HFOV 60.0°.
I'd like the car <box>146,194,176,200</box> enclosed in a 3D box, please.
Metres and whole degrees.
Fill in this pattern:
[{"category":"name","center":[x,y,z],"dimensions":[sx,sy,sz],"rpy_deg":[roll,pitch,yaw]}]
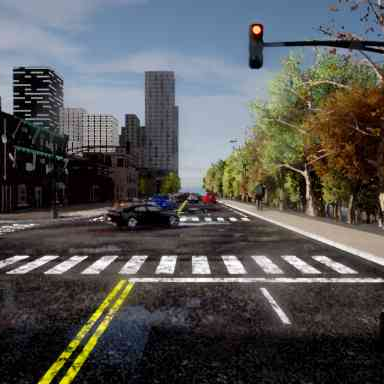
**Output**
[{"category":"car","center":[-3.261,1.210,35.885],"dimensions":[2.150,2.045,5.566],"rpy_deg":[0,0,0]}]

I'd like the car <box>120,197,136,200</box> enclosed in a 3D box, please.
[{"category":"car","center":[-6.550,1.342,33.736],"dimensions":[2.097,1.767,4.553],"rpy_deg":[0,0,1]}]

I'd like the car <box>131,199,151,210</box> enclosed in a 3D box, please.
[{"category":"car","center":[-6.492,1.587,42.722],"dimensions":[1.895,1.301,4.718],"rpy_deg":[0,0,0]}]

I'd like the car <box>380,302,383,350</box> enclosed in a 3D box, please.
[{"category":"car","center":[3.357,1.491,2.396],"dimensions":[2.128,1.511,4.902],"rpy_deg":[0,0,0]}]

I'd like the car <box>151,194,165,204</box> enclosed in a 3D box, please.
[{"category":"car","center":[-6.419,1.329,62.782],"dimensions":[2.097,1.767,4.553],"rpy_deg":[0,0,1]}]

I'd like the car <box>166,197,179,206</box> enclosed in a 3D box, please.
[{"category":"car","center":[-3.216,1.581,54.917],"dimensions":[1.895,1.301,4.718],"rpy_deg":[0,0,0]}]

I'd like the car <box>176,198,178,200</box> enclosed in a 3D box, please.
[{"category":"car","center":[-3.232,1.337,45.576],"dimensions":[2.097,1.767,4.553],"rpy_deg":[0,0,0]}]

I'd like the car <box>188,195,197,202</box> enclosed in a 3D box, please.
[{"category":"car","center":[0.162,1.510,75.670],"dimensions":[2.033,1.411,5.357],"rpy_deg":[0,0,0]}]

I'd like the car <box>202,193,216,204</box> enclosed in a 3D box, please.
[{"category":"car","center":[3.484,1.196,64.148],"dimensions":[2.150,2.045,5.566],"rpy_deg":[0,0,1]}]

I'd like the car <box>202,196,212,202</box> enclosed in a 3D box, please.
[{"category":"car","center":[3.416,1.523,75.928],"dimensions":[1.994,1.385,4.181],"rpy_deg":[0,0,0]}]

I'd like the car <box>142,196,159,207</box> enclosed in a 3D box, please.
[{"category":"car","center":[-6.472,1.473,52.726],"dimensions":[2.128,1.511,4.902],"rpy_deg":[0,0,0]}]

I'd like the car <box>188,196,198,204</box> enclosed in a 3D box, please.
[{"category":"car","center":[0.240,1.577,64.166],"dimensions":[1.895,1.301,4.718],"rpy_deg":[0,0,0]}]

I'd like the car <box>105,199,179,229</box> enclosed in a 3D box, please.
[{"category":"car","center":[-3.126,1.472,21.592],"dimensions":[5.008,1.535,1.882],"rpy_deg":[0,1,-41]}]
